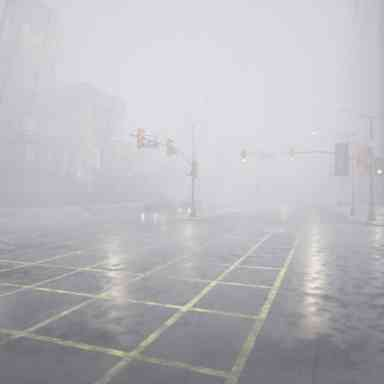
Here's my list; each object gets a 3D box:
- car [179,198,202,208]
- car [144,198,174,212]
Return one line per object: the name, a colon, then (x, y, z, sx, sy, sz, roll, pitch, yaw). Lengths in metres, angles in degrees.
car: (-0.206, 1.601, 48.505, 1.895, 1.301, 4.718, 0, 0, 21)
car: (-3.785, 1.478, 38.938, 1.882, 1.535, 5.008, 0, 0, 23)
